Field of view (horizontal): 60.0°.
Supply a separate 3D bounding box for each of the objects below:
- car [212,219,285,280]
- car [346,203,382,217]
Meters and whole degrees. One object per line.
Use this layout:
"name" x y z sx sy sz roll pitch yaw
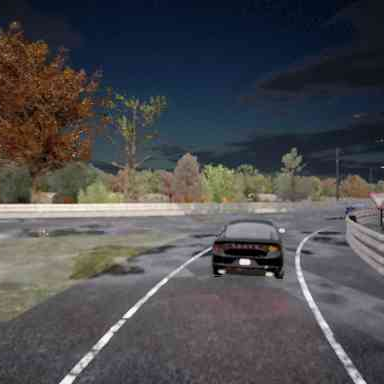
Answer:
"car" 1.878 1.582 10.491 1.882 1.535 5.008 0 -1 14
"car" 17.302 1.848 33.438 5.008 1.535 1.882 1 -1 -41
